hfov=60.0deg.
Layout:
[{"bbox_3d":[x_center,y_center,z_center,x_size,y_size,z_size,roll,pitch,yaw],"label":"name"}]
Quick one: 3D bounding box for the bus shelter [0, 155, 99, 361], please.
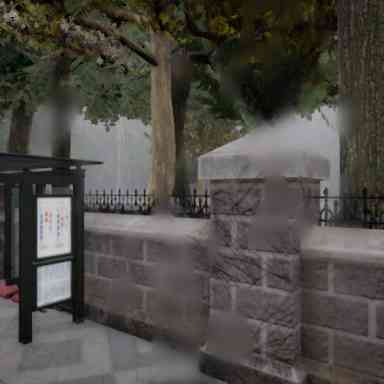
[{"bbox_3d":[-3.746,0.874,6.096,3.880,2.740,1.920,0,0,36],"label":"bus shelter"}]
